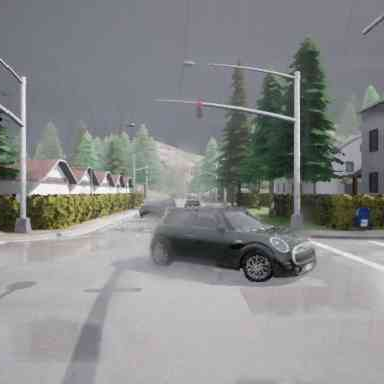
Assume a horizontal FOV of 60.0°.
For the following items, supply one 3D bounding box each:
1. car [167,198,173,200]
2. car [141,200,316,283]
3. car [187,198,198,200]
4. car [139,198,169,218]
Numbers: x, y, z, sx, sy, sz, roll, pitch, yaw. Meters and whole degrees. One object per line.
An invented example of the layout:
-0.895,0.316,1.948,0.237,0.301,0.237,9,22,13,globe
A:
-3.500,1.596,49.564,1.994,1.385,4.181,0,0,0,car
0.992,1.215,9.306,4.553,1.767,2.097,-1,-1,38,car
0.100,1.519,43.289,1.837,1.490,4.892,0,0,0,car
-3.598,1.557,30.640,2.033,1.411,5.357,0,0,0,car
